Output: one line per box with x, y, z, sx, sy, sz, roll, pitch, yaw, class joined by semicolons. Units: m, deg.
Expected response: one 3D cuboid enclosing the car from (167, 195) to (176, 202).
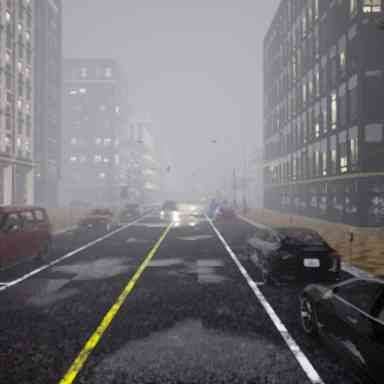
-5.761;1.862;93.610;2.192;1.841;5.009;0;0;0;car

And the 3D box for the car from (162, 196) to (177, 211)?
-3.036;1.747;45.662;1.882;1.535;5.008;0;0;0;car

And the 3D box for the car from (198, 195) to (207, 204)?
2.632;1.964;77.168;1.752;1.417;4.829;0;0;0;car

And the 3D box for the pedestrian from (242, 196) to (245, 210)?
7.099;1.525;46.308;0.375;1.860;0.375;0;-1;0;pedestrian

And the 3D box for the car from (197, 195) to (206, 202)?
2.619;1.863;93.617;2.192;1.841;5.009;0;0;0;car

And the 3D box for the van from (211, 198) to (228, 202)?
2.636;1.509;32.213;1.690;1.788;3.998;0;0;0;van

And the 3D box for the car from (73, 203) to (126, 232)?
-5.703;1.650;20.854;1.887;1.381;4.507;0;0;0;car

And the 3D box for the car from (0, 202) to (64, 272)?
-5.692;1.362;9.477;2.192;1.841;5.009;0;0;0;car

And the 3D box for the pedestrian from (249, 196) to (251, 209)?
8.098;1.498;46.909;0.375;1.860;0.375;0;-1;0;pedestrian

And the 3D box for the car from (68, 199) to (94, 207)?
-17.508;1.808;53.007;4.206;1.307;1.802;0;-1;0;car

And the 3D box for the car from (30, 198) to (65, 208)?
-23.000;1.740;52.991;4.829;1.417;1.752;0;-1;0;car

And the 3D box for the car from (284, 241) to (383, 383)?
2.658;1.585;3.767;1.947;1.339;4.313;0;0;0;car

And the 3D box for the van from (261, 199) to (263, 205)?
14.851;1.747;61.494;3.998;1.788;1.690;0;-1;0;van

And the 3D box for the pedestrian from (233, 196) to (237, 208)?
6.097;1.393;47.508;0.375;1.860;0.375;0;-1;0;pedestrian

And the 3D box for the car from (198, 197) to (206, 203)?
2.623;2.092;88.076;1.802;1.307;4.206;0;0;0;car

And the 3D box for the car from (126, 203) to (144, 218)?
-5.712;1.733;32.231;1.947;1.339;4.313;0;0;0;car

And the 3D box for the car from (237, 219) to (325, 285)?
2.654;1.613;9.456;1.947;1.339;4.313;0;0;0;car

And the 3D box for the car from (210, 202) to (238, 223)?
2.640;1.719;26.523;1.802;1.307;4.206;0;0;0;car
